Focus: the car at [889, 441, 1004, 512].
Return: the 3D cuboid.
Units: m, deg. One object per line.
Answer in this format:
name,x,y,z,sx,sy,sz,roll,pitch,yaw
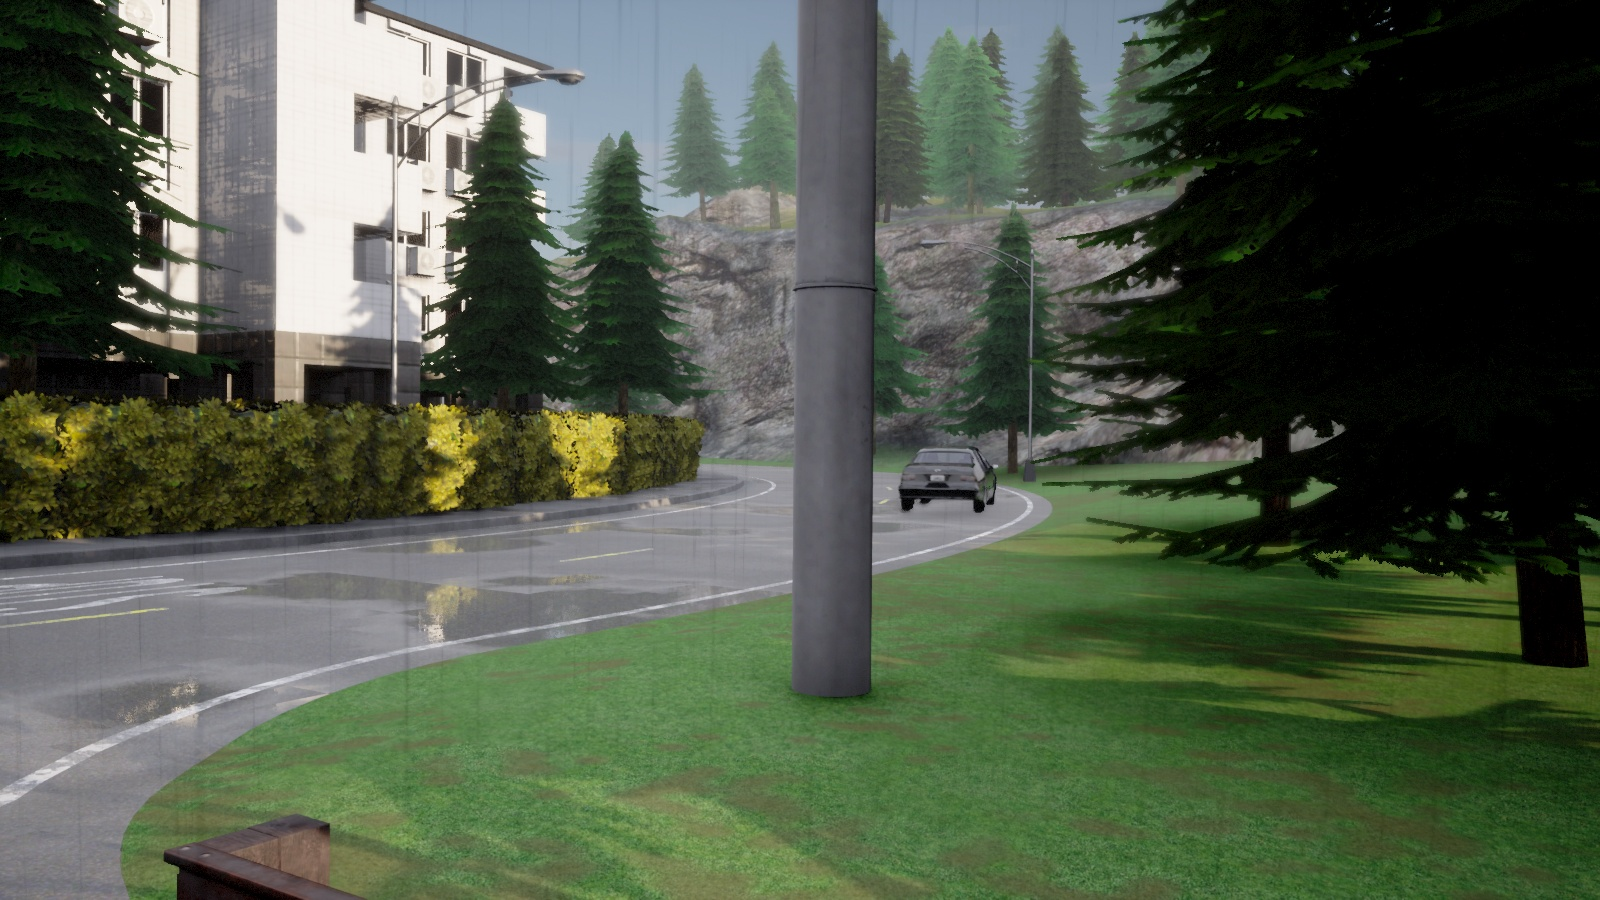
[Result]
car,3.442,0.533,28.608,2.033,1.411,5.357,0,1,13
